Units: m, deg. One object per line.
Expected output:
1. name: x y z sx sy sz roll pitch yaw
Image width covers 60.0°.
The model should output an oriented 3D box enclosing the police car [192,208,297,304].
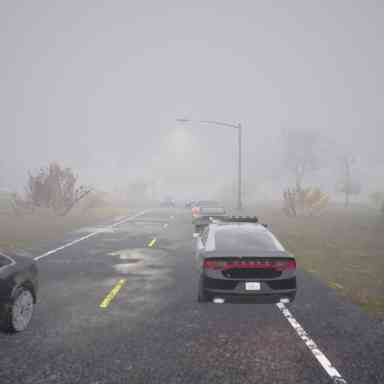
1. police car: 1.052 1.419 8.334 1.930 1.638 5.238 0 0 0

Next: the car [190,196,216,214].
1. car: 1.055 1.324 24.197 2.097 1.767 4.553 0 0 0

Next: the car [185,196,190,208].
1. car: 0.040 1.525 45.475 1.895 1.301 4.718 0 0 0

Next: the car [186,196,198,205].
1. car: 0.008 1.431 58.620 2.033 1.411 5.357 0 0 0

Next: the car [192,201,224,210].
1. car: 1.054 1.488 18.225 1.837 1.490 4.892 0 0 0

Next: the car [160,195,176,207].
1. car: -3.498 1.267 48.735 2.097 1.767 4.553 0 0 0

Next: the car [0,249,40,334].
1. car: -3.599 1.489 3.925 2.128 1.511 4.902 0 0 0
